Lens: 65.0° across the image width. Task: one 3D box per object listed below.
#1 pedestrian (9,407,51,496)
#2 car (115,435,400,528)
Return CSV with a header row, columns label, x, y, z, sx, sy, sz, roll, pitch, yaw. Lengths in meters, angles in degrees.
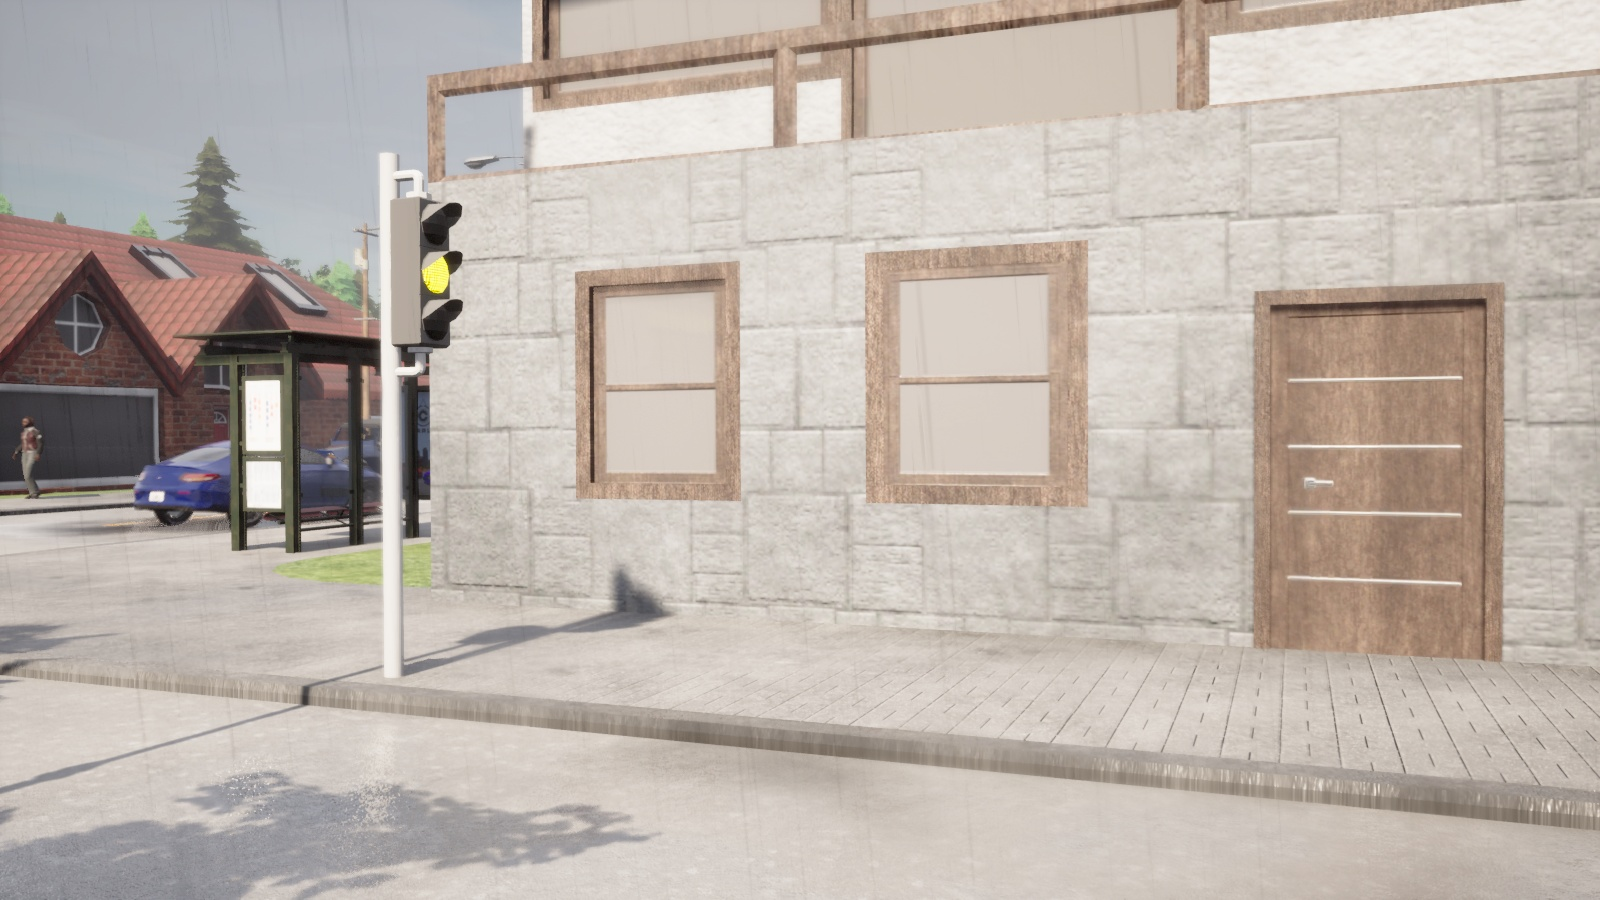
label,x,y,z,sx,sy,sz,roll,pitch,yaw
pedestrian,-16.926,0.031,27.604,0.402,1.930,0.666,1,1,21
car,-9.327,0.464,22.087,1.812,1.442,4.674,1,1,22
